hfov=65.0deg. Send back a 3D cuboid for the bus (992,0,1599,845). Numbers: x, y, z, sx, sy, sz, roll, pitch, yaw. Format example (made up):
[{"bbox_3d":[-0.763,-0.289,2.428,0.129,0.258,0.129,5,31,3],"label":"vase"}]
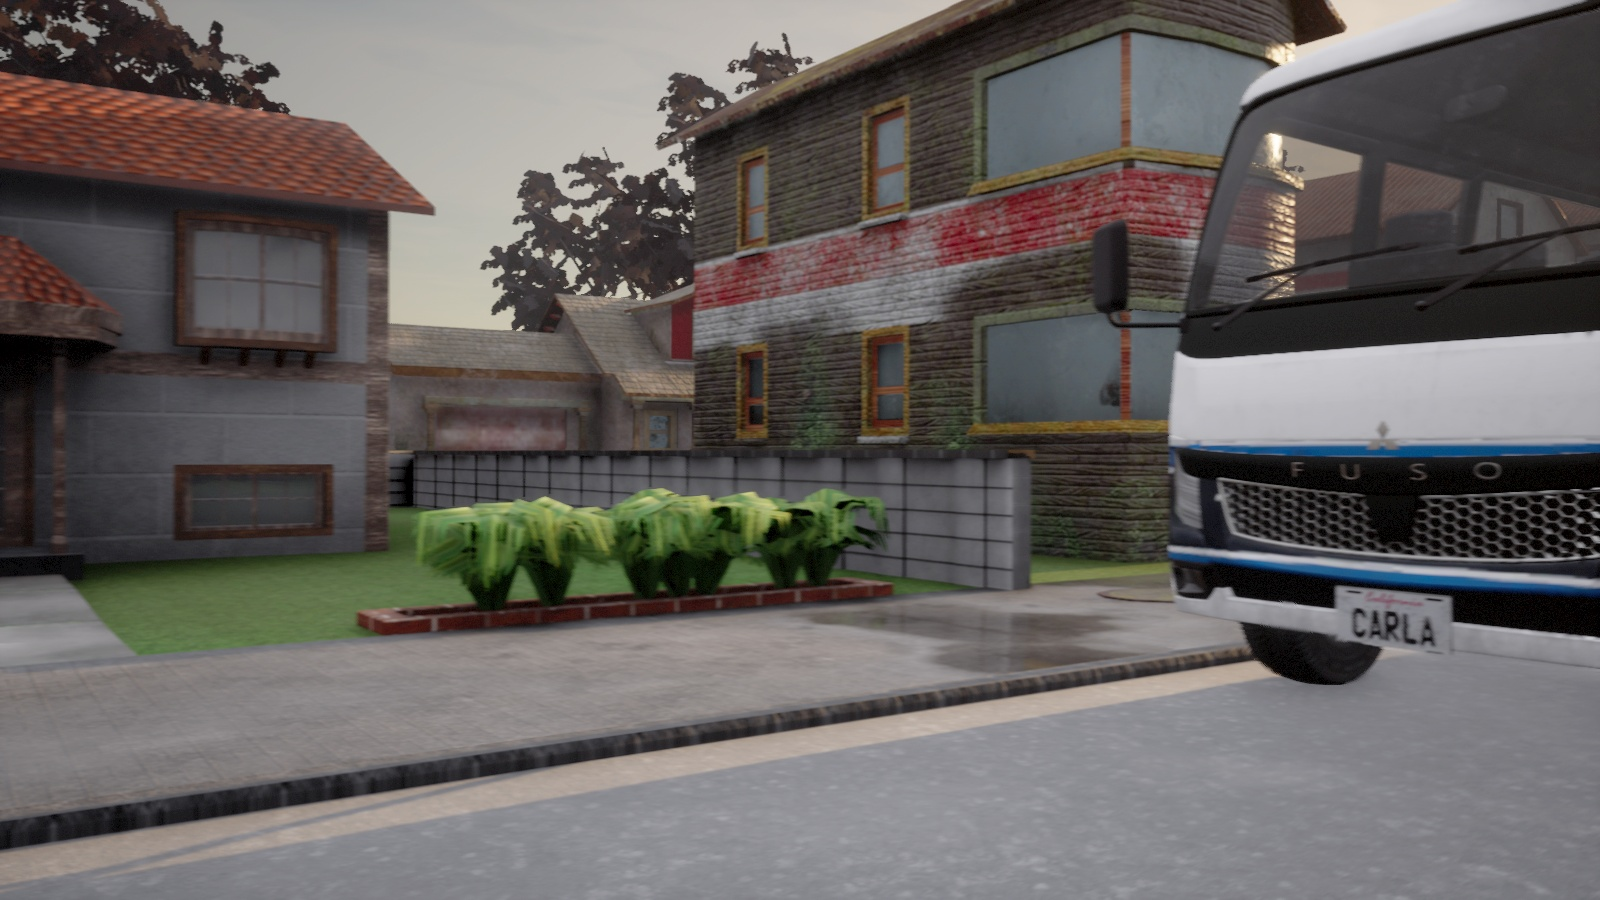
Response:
[{"bbox_3d":[6.491,-0.624,8.790,10.273,4.253,3.944,0,0,-35],"label":"bus"}]
